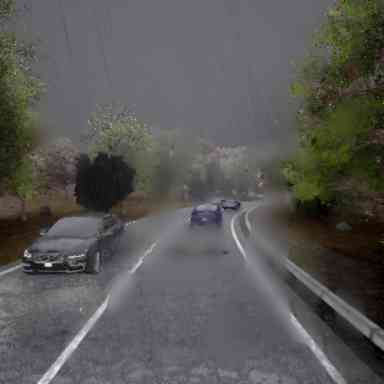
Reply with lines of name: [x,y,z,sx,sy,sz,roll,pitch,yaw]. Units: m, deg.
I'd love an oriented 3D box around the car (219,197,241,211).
car: [5.102,1.576,42.453,1.994,1.385,4.181,1,0,15]

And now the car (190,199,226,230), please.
car: [1.034,1.462,21.368,1.882,1.535,5.008,0,0,6]

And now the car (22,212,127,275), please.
car: [-3.396,1.449,10.509,1.837,1.490,4.892,0,2,2]

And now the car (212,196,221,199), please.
car: [4.014,1.430,51.380,2.128,1.511,4.902,2,0,19]
